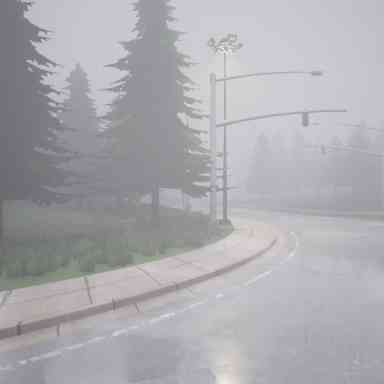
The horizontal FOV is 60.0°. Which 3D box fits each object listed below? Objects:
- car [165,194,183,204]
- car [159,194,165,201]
[{"bbox_3d":[-3.165,1.547,65.415,2.033,1.411,5.357,0,0,-21],"label":"car"},{"bbox_3d":[-7.033,1.186,75.158,2.150,2.045,5.566,0,0,-21],"label":"car"}]
